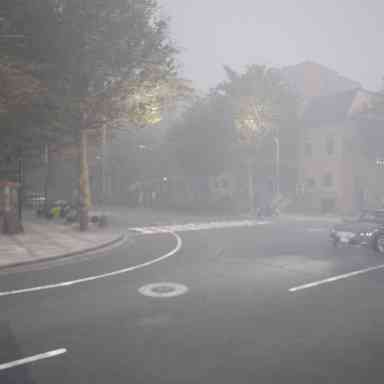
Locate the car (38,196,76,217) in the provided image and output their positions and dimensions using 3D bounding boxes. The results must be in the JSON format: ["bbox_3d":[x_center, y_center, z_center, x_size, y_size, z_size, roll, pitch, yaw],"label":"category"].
[{"bbox_3d":[-14.598,1.497,35.895,2.231,1.521,4.892,0,0,-35],"label":"car"}]

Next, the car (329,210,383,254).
[{"bbox_3d":[7.644,1.514,13.768,4.902,1.511,2.128,0,0,-36],"label":"car"}]

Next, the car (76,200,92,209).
[{"bbox_3d":[-13.940,1.623,41.084,1.895,1.301,4.718,0,0,-35],"label":"car"}]

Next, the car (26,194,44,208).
[{"bbox_3d":[-22.434,1.247,47.950,2.435,2.045,5.566,0,0,-35],"label":"car"}]
